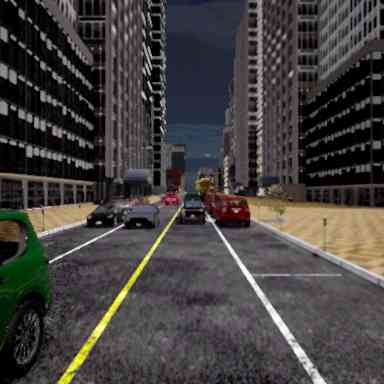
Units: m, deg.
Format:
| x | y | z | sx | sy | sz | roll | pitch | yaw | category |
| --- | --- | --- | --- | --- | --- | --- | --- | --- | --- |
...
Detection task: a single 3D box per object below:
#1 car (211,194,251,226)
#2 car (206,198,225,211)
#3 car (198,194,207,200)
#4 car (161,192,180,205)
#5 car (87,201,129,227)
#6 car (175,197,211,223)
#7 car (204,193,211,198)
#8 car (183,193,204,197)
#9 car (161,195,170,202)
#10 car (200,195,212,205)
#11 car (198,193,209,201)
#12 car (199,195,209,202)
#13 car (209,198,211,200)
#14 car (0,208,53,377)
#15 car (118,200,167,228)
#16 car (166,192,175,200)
| x | y | z | sx | sy | sz | roll | pitch | yaw | category |
| --- | --- | --- | --- | --- | --- | --- | --- | --- | --- |
| 2.681 | 1.253 | 22.502 | 2.192 | 1.841 | 5.009 | 0 | 0 | 0 | car |
| 2.671 | 1.458 | 39.122 | 1.947 | 1.339 | 4.313 | 0 | 0 | 0 | car |
| 2.644 | 1.205 | 83.435 | 1.967 | 1.590 | 4.097 | 0 | 0 | 0 | car |
| -3.102 | 1.078 | 51.968 | 2.150 | 2.045 | 5.566 | 0 | 0 | 0 | car |
| -5.700 | 1.506 | 22.498 | 1.947 | 1.339 | 4.313 | 0 | 0 | 0 | car |
| 0.055 | 1.424 | 25.117 | 2.128 | 1.511 | 4.902 | 0 | 0 | 0 | car |
| 2.675 | 1.223 | 33.582 | 2.192 | 1.841 | 5.009 | 0 | 0 | 0 | car |
| 0.063 | 1.104 | 43.383 | 2.150 | 2.045 | 5.566 | 0 | 0 | 0 | car |
| -5.730 | 1.381 | 72.352 | 1.802 | 1.307 | 4.206 | 0 | 0 | 0 | car |
| 2.326 | 1.317 | 57.681 | 1.882 | 1.535 | 5.008 | 0 | 0 | 0 | car |
| 2.648 | 1.096 | 77.896 | 2.192 | 1.841 | 5.009 | 0 | 0 | 0 | car |
| 2.650 | 1.363 | 72.357 | 1.947 | 1.339 | 4.313 | 0 | 0 | 0 | car |
| 2.677 | 1.468 | 28.042 | 1.887 | 1.381 | 4.507 | 0 | 0 | 0 | car |
| -3.101 | 1.218 | 2.611 | 2.150 | 2.045 | 5.566 | 0 | 0 | 0 | car |
| -3.052 | 1.489 | 21.725 | 2.033 | 1.411 | 5.357 | 0 | 0 | 0 | car |
| -5.739 | 1.065 | 88.969 | 2.192 | 1.841 | 5.009 | 0 | 0 | 0 | car |
